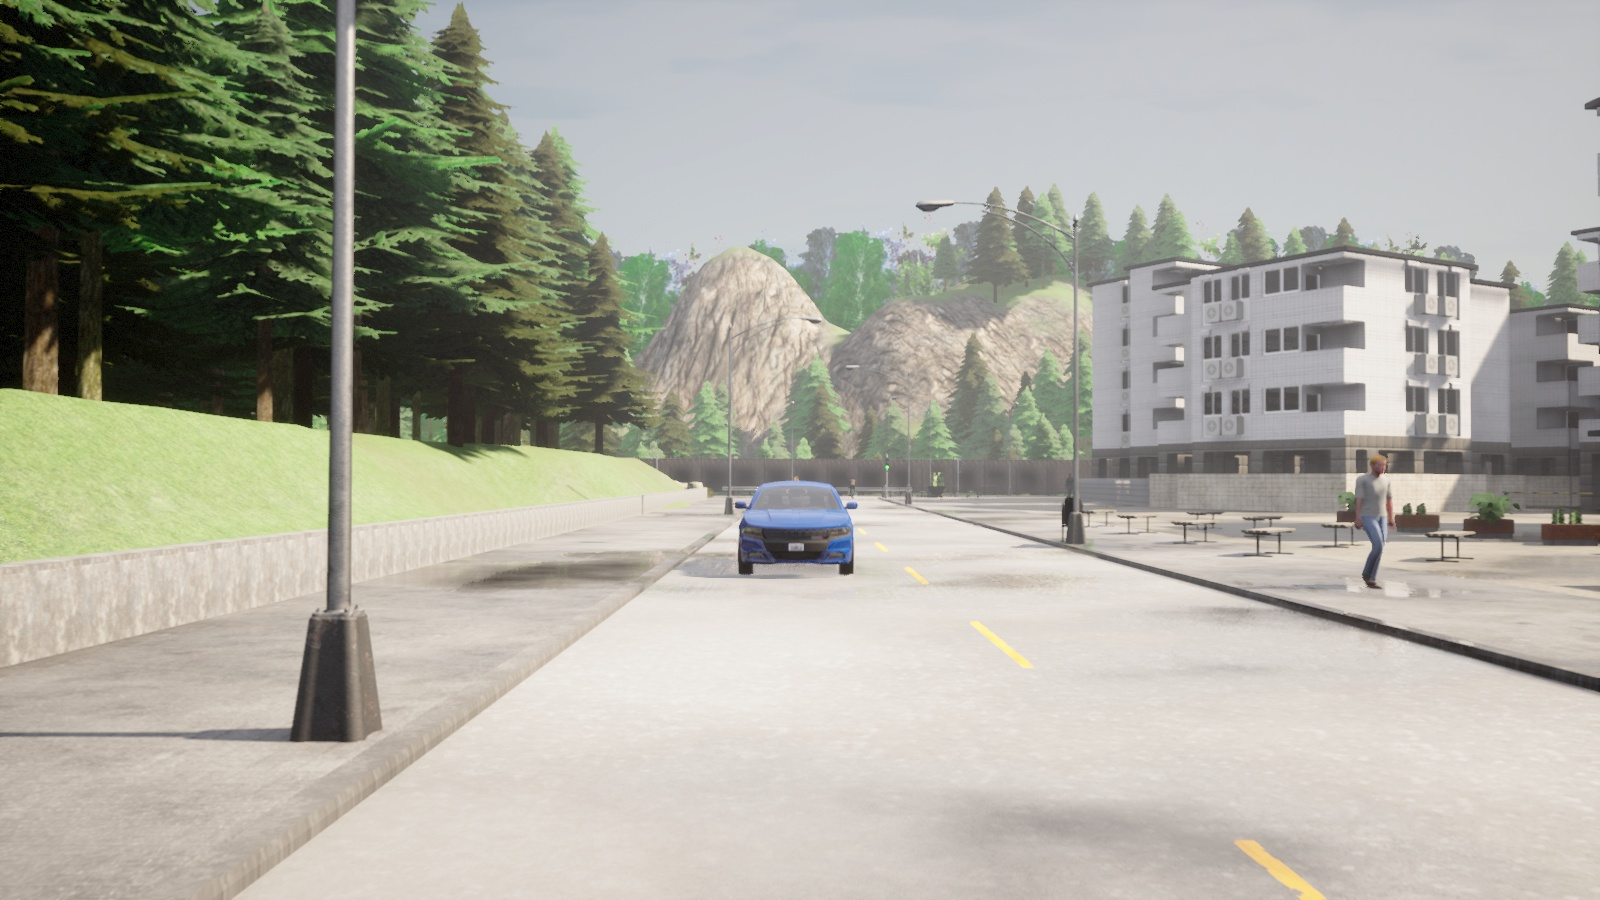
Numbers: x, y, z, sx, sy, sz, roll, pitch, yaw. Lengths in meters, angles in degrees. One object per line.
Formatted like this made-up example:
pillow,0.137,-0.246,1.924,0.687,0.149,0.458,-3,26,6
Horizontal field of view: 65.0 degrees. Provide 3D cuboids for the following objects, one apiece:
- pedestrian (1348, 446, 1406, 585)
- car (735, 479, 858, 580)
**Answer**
pedestrian,7.801,0.874,16.994,0.354,1.836,0.706,0,-1,-11
car,-0.055,1.280,21.801,1.882,1.535,5.008,0,-1,0
